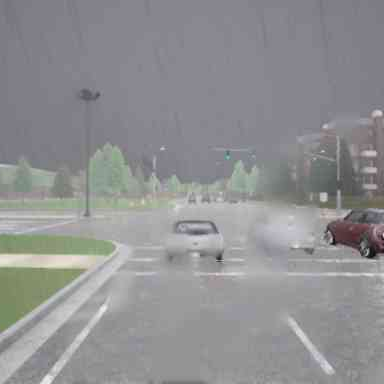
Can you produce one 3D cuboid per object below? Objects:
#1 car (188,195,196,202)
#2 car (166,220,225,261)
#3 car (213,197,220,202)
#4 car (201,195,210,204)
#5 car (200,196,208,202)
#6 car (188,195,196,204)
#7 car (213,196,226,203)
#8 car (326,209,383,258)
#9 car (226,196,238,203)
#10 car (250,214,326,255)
[{"bbox_3d":[0.033,1.888,95.276,2.150,2.045,5.566,0,0,0],"label":"car"},{"bbox_3d":[0.103,1.701,12.660,1.895,1.301,4.718,0,0,0],"label":"car"},{"bbox_3d":[7.033,2.163,95.242,1.837,1.490,4.892,0,0,0],"label":"car"},{"bbox_3d":[3.531,1.885,84.857,2.150,2.045,5.566,0,0,0],"label":"car"},{"bbox_3d":[3.533,2.018,95.214,2.097,1.767,4.553,0,0,0],"label":"car"},{"bbox_3d":[0.031,2.138,84.826,1.882,1.535,5.008,0,0,0],"label":"car"},{"bbox_3d":[7.031,2.188,85.241,1.812,1.442,4.674,0,0,0],"label":"car"},{"bbox_3d":[7.103,1.456,13.287,2.097,1.767,4.553,0,-1,0],"label":"car"},{"bbox_3d":[10.531,2.259,85.270,1.895,1.301,4.718,0,0,0],"label":"car"},{"bbox_3d":[3.605,1.634,13.778,1.812,1.442,4.674,0,0,0],"label":"car"}]
